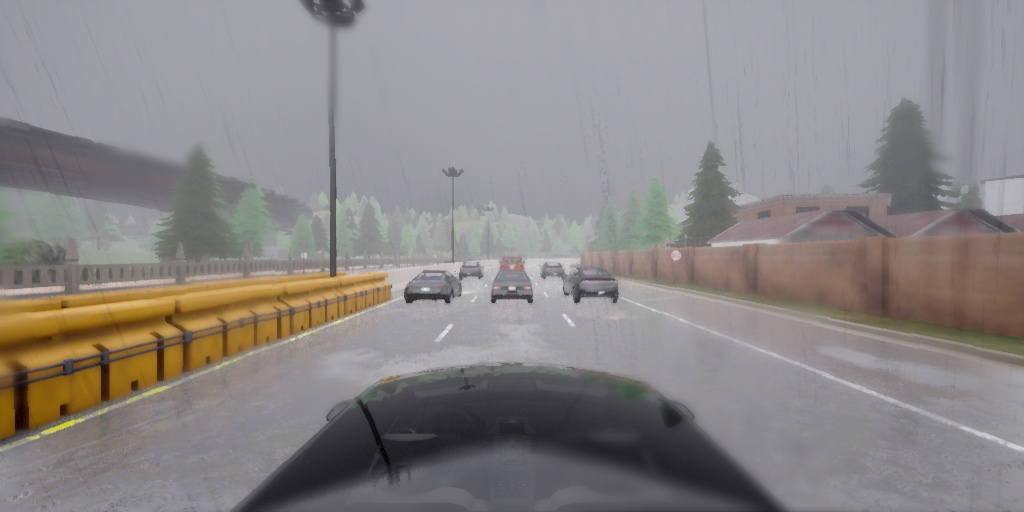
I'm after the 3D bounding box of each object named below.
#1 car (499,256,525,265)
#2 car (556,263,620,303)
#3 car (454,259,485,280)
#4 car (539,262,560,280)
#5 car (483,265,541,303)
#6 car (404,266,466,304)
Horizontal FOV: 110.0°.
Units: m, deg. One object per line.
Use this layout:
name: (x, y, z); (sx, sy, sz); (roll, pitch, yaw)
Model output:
car: (0.000, 1.005, 31.530); (2.150, 2.045, 5.566); (0, 0, 0)
car: (3.500, 1.242, 16.500); (2.128, 1.511, 4.902); (0, 0, 0)
car: (-3.500, 1.242, 31.500); (2.128, 1.511, 4.902); (0, 0, 0)
car: (3.500, 1.243, 31.500); (2.128, 1.511, 4.902); (0, 0, 0)
car: (0.000, 1.310, 16.500); (2.033, 1.411, 5.357); (0, 0, 0)
car: (-3.500, 1.319, 16.500); (1.994, 1.385, 4.181); (0, 0, 0)
